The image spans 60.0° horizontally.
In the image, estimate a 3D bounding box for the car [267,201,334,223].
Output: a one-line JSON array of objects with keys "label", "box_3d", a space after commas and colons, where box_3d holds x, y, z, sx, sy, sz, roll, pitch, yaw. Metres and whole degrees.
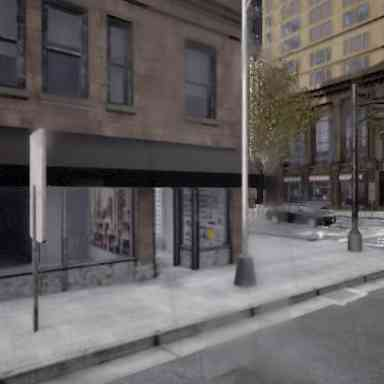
[{"label": "car", "box_3d": [8.773, 1.594, 27.383, 2.128, 1.511, 4.902, 0, 0, -36]}]

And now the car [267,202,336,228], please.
[{"label": "car", "box_3d": [7.507, 1.577, 23.227, 1.882, 1.535, 5.008, 0, 0, -36]}]
